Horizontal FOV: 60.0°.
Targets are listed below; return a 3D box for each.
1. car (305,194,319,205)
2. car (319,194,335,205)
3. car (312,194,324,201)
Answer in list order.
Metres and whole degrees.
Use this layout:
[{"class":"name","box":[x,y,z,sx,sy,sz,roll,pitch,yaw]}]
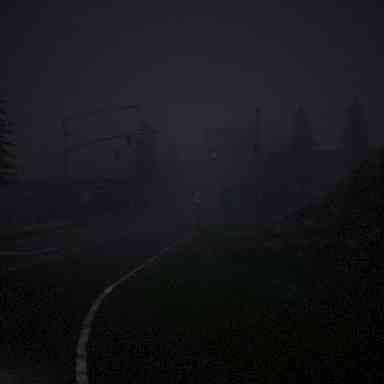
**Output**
[{"class":"car","box":[28.068,1.382,78.834,1.905,1.878,3.866,-1,0,9]},{"class":"car","box":[31.247,1.632,77.676,1.970,1.475,3.806,-1,0,9]},{"class":"car","box":[32.620,1.415,86.044,1.932,1.855,4.605,-1,0,9]}]
